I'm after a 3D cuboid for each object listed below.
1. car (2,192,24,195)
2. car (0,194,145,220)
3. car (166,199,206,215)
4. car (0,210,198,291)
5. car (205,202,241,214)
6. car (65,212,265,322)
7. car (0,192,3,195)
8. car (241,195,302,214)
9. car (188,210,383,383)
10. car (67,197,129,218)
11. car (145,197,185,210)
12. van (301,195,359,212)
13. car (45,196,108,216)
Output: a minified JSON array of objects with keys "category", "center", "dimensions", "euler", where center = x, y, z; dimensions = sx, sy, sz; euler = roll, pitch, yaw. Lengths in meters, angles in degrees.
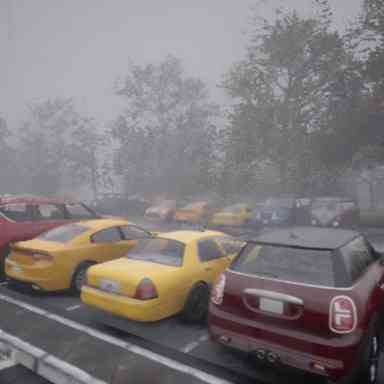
[{"category":"car","center":[-17.153,1.030,35.880],"dimensions":[2.231,1.521,4.892],"euler":[2,1,36]},{"category":"car","center":[-4.433,1.208,10.588],"dimensions":[2.435,2.045,5.566],"euler":[0,0,36]},{"category":"car","center":[0.820,1.438,22.889],"dimensions":[2.097,1.535,5.008],"euler":[1,0,36]},{"category":"car","center":[-2.198,1.477,8.931],"dimensions":[2.097,1.535,5.008],"euler":[0,0,36]},{"category":"car","center":[3.288,1.454,21.340],"dimensions":[1.946,1.575,5.366],"euler":[0,0,36]},{"category":"car","center":[0.169,1.492,7.455],"dimensions":[1.946,1.575,5.366],"euler":[0,0,36]},{"category":"car","center":[-19.516,0.935,37.590],"dimensions":[2.097,1.535,5.008],"euler":[2,1,36]},{"category":"car","center":[5.421,1.223,19.534],"dimensions":[2.435,2.045,5.566],"euler":[0,0,36]},{"category":"car","center":[2.197,1.386,5.722],"dimensions":[2.185,1.767,4.553],"euler":[0,0,36]},{"category":"car","center":[-8.214,1.298,29.433],"dimensions":[2.097,1.535,5.008],"euler":[1,1,36]},{"category":"car","center":[-1.415,1.290,24.550],"dimensions":[2.185,1.767,4.553],"euler":[1,0,36]},{"category":"van","center":[7.627,1.267,17.831],"dimensions":[1.878,1.987,4.442],"euler":[0,0,36]},{"category":"car","center":[-10.586,1.240,30.912],"dimensions":[1.946,1.575,5.366],"euler":[2,1,36]}]
